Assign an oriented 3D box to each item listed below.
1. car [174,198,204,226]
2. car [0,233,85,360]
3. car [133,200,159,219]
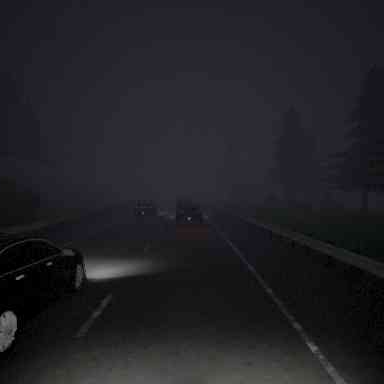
[{"bbox_3d":[-0.240,1.453,23.189,2.128,1.511,4.902,0,0,-2],"label":"car"},{"bbox_3d":[-3.411,1.495,5.873,1.837,1.490,4.892,0,0,0],"label":"car"},{"bbox_3d":[-3.959,1.443,28.706,2.128,1.511,4.902,0,0,-3],"label":"car"}]
